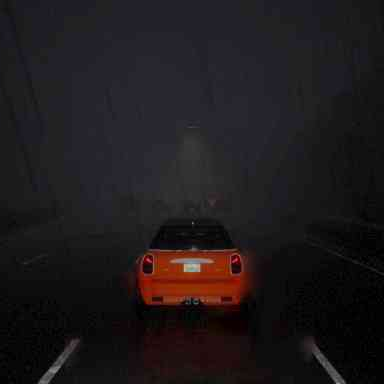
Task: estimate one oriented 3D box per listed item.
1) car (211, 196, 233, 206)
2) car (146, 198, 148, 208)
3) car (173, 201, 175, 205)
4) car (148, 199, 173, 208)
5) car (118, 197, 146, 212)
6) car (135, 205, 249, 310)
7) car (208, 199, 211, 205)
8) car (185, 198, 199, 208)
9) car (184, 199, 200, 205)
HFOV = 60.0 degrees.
[{"bbox_3d":[3.509,1.478,37.792,1.882,1.535,5.008,0,0,0],"label":"car"},{"bbox_3d":[-6.988,1.564,48.226,1.994,1.385,4.181,0,0,0],"label":"car"},{"bbox_3d":[-3.488,1.601,48.258,1.895,1.301,4.718,0,0,0],"label":"car"},{"bbox_3d":[-3.491,1.478,37.794,1.882,1.535,5.008,0,0,0],"label":"car"},{"bbox_3d":[-6.991,1.352,38.148,2.097,1.767,4.553,0,0,0],"label":"car"},{"bbox_3d":[0.002,1.352,7.969,2.097,1.767,4.553,0,0,0],"label":"car"},{"bbox_3d":[3.512,1.352,48.179,2.097,1.767,4.553,0,0,0],"label":"car"},{"bbox_3d":[0.012,1.601,48.287,1.895,1.301,4.718,0,0,0],"label":"car"},{"bbox_3d":[0.009,1.601,38.239,1.895,1.301,4.718,0,0,0],"label":"car"}]
